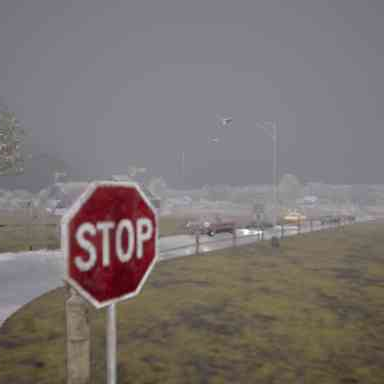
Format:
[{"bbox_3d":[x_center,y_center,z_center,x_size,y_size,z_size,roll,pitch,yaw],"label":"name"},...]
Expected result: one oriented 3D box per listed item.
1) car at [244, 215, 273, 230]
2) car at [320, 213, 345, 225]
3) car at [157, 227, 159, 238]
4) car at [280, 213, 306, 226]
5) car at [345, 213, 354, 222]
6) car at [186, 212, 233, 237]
[{"bbox_3d":[6.814,3.030,33.339,1.994,1.385,4.181,-1,-3,35],"label":"car"},{"bbox_3d":[18.708,3.610,44.957,2.128,1.511,4.902,-1,-3,36],"label":"car"},{"bbox_3d":[-4.007,2.260,18.087,2.033,1.411,5.357,-1,-3,34],"label":"car"},{"bbox_3d":[12.613,3.360,41.425,1.882,1.535,5.008,-1,-3,36],"label":"car"},{"bbox_3d":[24.654,4.036,53.297,1.882,1.535,5.008,-1,-3,35],"label":"car"},{"bbox_3d":[1.488,2.444,25.875,2.097,1.767,4.553,-1,-3,35],"label":"car"}]
